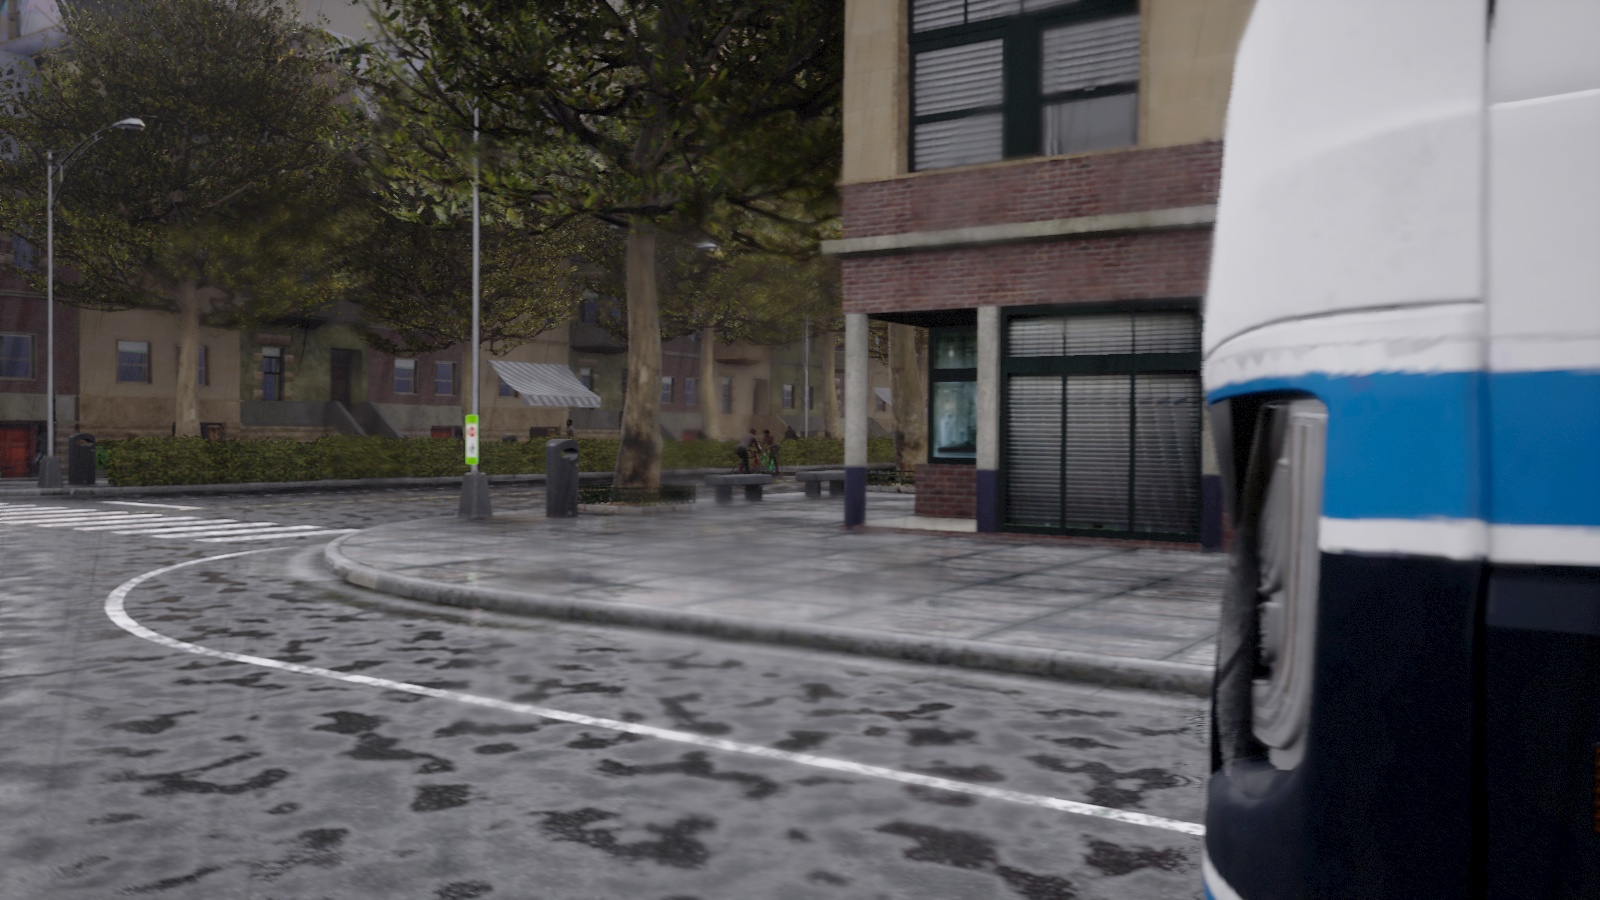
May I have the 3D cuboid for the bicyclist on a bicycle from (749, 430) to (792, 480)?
[{"bbox_3d":[-0.978,0.161,41.764,0.582,1.620,1.656,0,1,33],"label":"bicyclist on a bicycle"}]

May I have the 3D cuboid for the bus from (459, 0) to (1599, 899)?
[{"bbox_3d":[4.961,-0.696,0.300,10.273,4.253,3.944,0,1,34],"label":"bus"}]

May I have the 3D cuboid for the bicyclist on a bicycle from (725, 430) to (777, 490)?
[{"bbox_3d":[-1.353,0.253,34.867,0.582,1.620,1.656,0,1,33],"label":"bicyclist on a bicycle"}]
